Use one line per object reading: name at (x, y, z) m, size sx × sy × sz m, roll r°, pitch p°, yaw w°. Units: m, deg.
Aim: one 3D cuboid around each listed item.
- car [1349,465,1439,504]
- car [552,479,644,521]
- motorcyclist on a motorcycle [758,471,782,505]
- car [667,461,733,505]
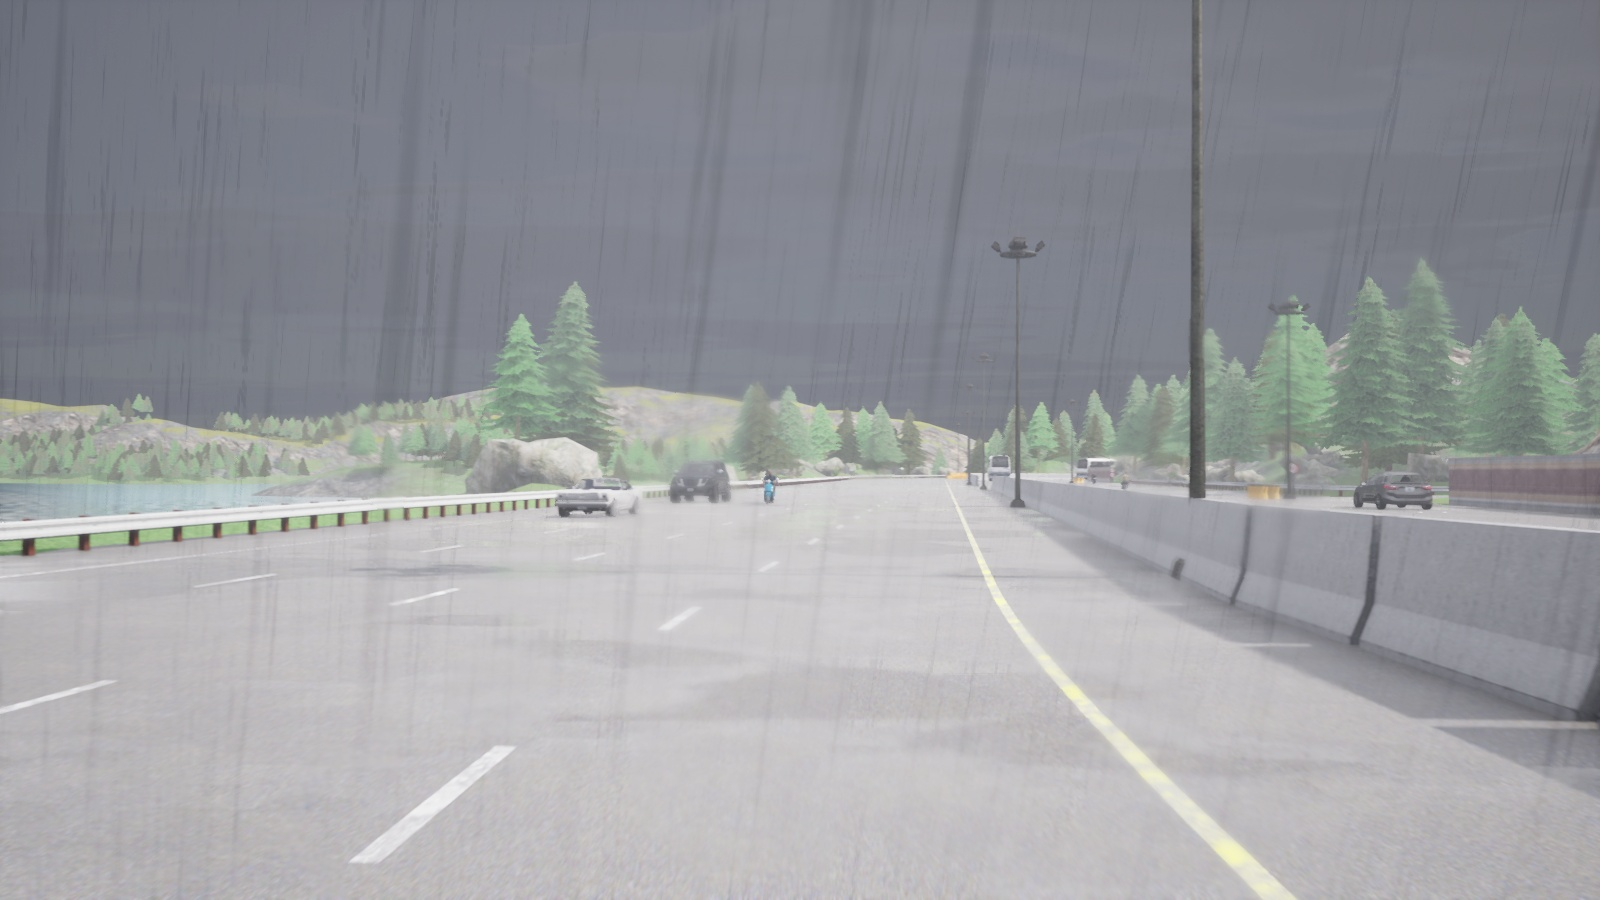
car at (26.436, 1.500, 56.086) m, size 2.242 × 1.667 × 4.611 m, roll 0°, pitch -1°, yaw 6°
car at (-6.785, 1.655, 42.723) m, size 1.895 × 1.301 × 4.718 m, roll 0°, pitch -1°, yaw 6°
motorcyclist on a motorcycle at (-1.398, 1.763, 59.142) m, size 0.866 × 1.590 × 1.817 m, roll 0°, pitch -1°, yaw 6°
car at (-4.744, 1.567, 60.708) m, size 2.150 × 2.045 × 5.566 m, roll 0°, pitch -1°, yaw 6°
